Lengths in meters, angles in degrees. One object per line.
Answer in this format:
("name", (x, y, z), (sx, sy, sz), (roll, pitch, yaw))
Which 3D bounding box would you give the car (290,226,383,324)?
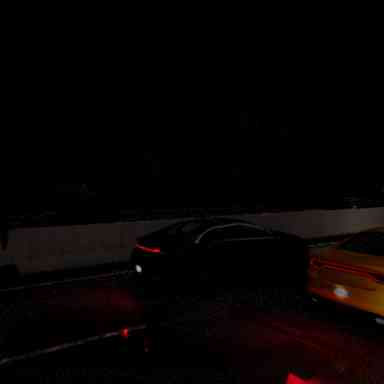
("car", (4.421, 1.408, 6.532), (5.008, 1.535, 1.882), (0, 0, -32))

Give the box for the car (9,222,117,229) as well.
("car", (-5.078, 1.386, 13.103), (4.892, 1.490, 1.837), (0, 0, -34))

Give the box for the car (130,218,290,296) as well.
("car", (0.889, 1.408, 8.412), (4.902, 1.511, 2.128), (0, 1, -33))

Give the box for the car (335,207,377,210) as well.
("car", (15.296, 1.218, 30.108), (4.674, 1.442, 1.812), (0, 1, -32))
